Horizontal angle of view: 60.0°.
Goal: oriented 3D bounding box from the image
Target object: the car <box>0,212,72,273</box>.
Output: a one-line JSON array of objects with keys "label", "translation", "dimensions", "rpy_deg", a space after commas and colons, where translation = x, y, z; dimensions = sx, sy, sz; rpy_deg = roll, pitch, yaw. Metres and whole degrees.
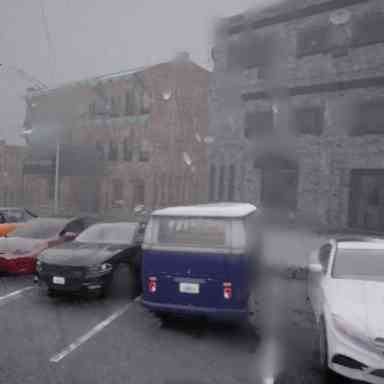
[{"label": "car", "translation": [-4.284, 1.487, 10.455], "dimensions": [2.163, 1.488, 4.792], "rpy_deg": [0, -1, 15]}]

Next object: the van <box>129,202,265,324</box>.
[{"label": "van", "translation": [0.535, 1.236, 7.203], "dimensions": [1.878, 1.987, 4.442], "rpy_deg": [0, -1, 15]}]

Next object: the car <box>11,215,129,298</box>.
[{"label": "car", "translation": [-1.885, 1.456, 8.794], "dimensions": [2.097, 1.535, 5.008], "rpy_deg": [0, -1, 15]}]

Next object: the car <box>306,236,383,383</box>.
[{"label": "car", "translation": [2.897, 1.512, 5.390], "dimensions": [2.002, 1.452, 4.674], "rpy_deg": [1, -1, 15]}]

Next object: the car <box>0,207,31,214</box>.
[{"label": "car", "translation": [-6.688, 1.337, 12.154], "dimensions": [2.185, 1.767, 4.553], "rpy_deg": [0, -1, 15]}]
